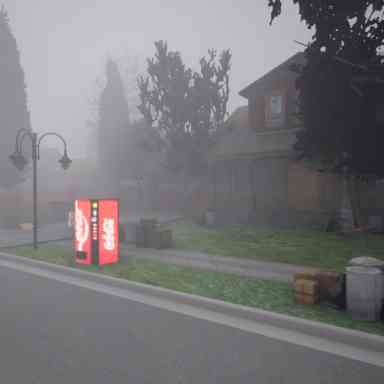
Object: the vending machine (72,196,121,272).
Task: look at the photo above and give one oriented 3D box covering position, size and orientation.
[{"bbox_3d":[-2.889,1.196,10.100,0.880,2.100,1.100,0,0,36],"label":"vending machine"}]
